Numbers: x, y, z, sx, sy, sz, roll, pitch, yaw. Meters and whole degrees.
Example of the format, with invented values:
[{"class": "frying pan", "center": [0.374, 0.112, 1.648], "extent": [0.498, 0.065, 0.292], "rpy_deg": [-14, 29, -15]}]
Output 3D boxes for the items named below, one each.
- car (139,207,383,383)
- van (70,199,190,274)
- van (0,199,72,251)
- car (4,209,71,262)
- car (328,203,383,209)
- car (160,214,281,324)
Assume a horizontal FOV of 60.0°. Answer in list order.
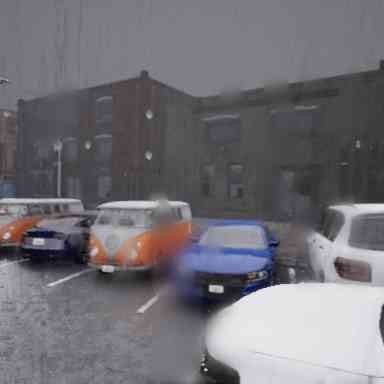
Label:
[{"class": "car", "center": [2.542, 1.221, 1.566], "extent": [5.566, 2.045, 2.150], "rpy_deg": [0, 0, 36]}, {"class": "van", "center": [-1.373, 1.254, 9.954], "extent": [1.878, 1.987, 4.442], "rpy_deg": [1, -1, 15]}, {"class": "van", "center": [-6.282, 1.252, 13.446], "extent": [1.878, 1.987, 4.442], "rpy_deg": [1, -1, 15]}, {"class": "car", "center": [-3.796, 1.510, 11.842], "extent": [2.163, 1.488, 4.792], "rpy_deg": [0, -1, 15]}, {"class": "car", "center": [3.551, 1.232, 6.601], "extent": [2.435, 2.045, 5.566], "rpy_deg": [0, -1, 15]}, {"class": "car", "center": [1.102, 1.482, 8.320], "extent": [2.097, 1.535, 5.008], "rpy_deg": [1, -1, 16]}]
